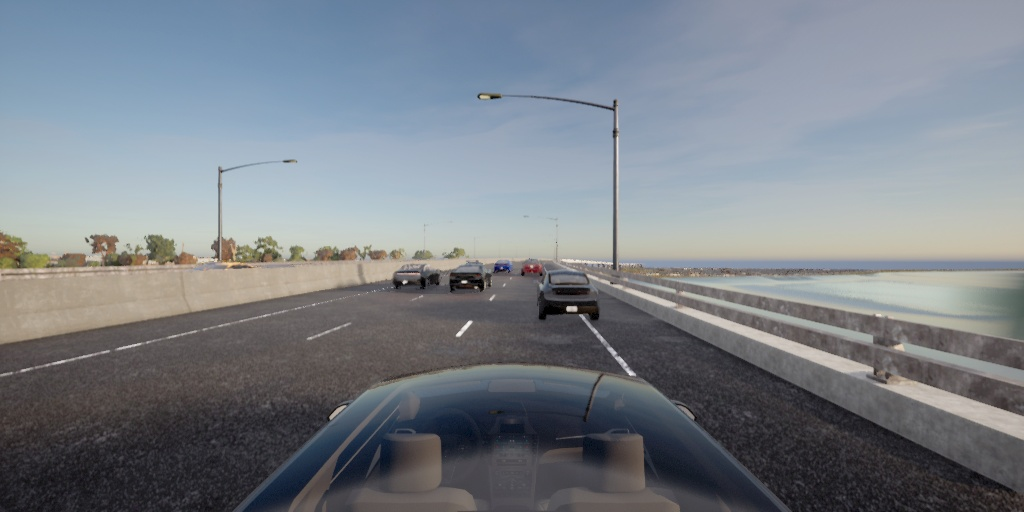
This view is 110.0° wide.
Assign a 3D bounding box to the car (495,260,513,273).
[{"bbox_3d":[-0.980,1.208,43.096,1.882,1.535,5.008,0,0,4],"label":"car"}]

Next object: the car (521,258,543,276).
[{"bbox_3d":[2.089,1.083,37.107,2.097,1.767,4.553,0,0,4],"label":"car"}]

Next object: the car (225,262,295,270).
[{"bbox_3d":[-16.369,1.282,24.740,2.033,1.411,5.357,0,0,3],"label":"car"}]

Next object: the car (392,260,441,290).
[{"bbox_3d":[-5.789,1.227,22.341,2.128,1.511,4.902,0,0,3],"label":"car"}]

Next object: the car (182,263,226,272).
[{"bbox_3d":[-19.859,1.213,24.925,1.882,1.535,5.008,0,0,3],"label":"car"}]

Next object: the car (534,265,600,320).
[{"bbox_3d":[1.813,1.247,12.536,1.837,1.490,4.892,0,0,3],"label":"car"}]

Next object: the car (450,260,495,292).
[{"bbox_3d":[-2.345,1.213,21.267,1.882,1.535,5.008,0,0,3],"label":"car"}]

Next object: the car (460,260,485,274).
[{"bbox_3d":[-4.545,1.223,42.284,2.128,1.511,4.902,0,0,4],"label":"car"}]
